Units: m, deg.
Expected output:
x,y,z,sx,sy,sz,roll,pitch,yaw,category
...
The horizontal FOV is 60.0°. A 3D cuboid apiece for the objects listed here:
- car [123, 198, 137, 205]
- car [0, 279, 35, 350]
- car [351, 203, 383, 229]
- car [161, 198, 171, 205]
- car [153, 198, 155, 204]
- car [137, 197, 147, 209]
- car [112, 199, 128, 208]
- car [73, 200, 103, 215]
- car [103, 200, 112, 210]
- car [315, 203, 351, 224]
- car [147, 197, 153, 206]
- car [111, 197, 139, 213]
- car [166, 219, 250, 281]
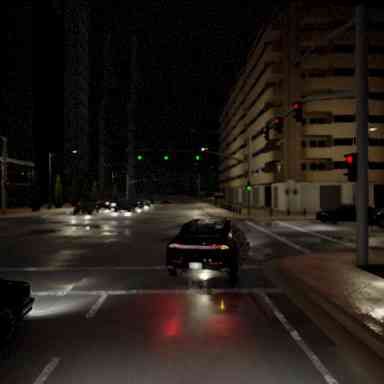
x,y,z,sx,sy,sz,roll,pitch,yaw,category
-12.300,1.875,66.204,1.994,1.385,4.181,0,0,-2,car
-3.570,1.567,3.206,2.033,1.411,5.357,0,0,-1,car
13.822,1.632,22.392,4.902,1.511,2.128,0,0,-2,car
-5.276,1.915,68.803,1.895,1.301,4.718,0,0,-2,car
-8.914,1.819,70.373,1.837,1.490,4.892,0,0,-2,car
-8.436,1.586,49.971,2.097,1.767,4.553,0,0,-1,car
-12.085,1.866,56.108,1.895,1.301,4.718,0,0,-1,car
-11.582,1.704,36.811,1.812,1.442,4.674,0,0,-1,car
-11.845,1.769,46.397,2.033,1.411,5.357,0,0,-2,car
12.164,1.635,25.840,5.008,1.535,1.882,0,0,-2,car
-8.668,1.880,60.025,1.895,1.301,4.718,0,0,-1,car
-8.181,1.719,40.925,1.812,1.442,4.674,0,0,0,car
0.661,1.558,10.150,2.128,1.511,4.902,-1,-1,14,car
